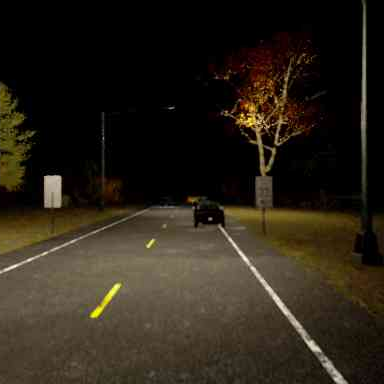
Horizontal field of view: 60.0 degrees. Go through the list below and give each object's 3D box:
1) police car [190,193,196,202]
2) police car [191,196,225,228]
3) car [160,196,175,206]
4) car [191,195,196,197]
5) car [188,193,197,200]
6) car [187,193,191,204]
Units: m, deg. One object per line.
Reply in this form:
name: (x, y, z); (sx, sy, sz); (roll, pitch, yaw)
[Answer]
police car: (1.072, 1.246, 37.699); (1.930, 1.638, 5.238); (0, 0, 0)
police car: (1.048, 1.324, 21.705); (1.930, 1.638, 5.238); (0, 0, 0)
car: (-3.532, 1.315, 48.427); (2.033, 1.411, 5.357); (0, 0, 0)
car: (1.058, 1.356, 31.590); (1.837, 1.490, 4.892); (0, 0, 0)
car: (0.115, 0.999, 77.739); (1.837, 1.490, 4.892); (0, 0, 0)
car: (0.066, 1.203, 56.803); (1.882, 1.535, 5.008); (0, 0, 0)
